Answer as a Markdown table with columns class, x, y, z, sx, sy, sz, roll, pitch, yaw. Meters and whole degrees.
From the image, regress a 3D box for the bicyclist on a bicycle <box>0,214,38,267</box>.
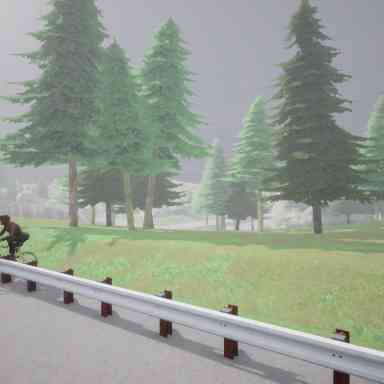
| class | x | y | z | sx | sy | sz | roll | pitch | yaw |
| --- | --- | --- | --- | --- | --- | --- | --- | --- | --- |
| bicyclist on a bicycle | -4.631 | 1.398 | 8.384 | 0.582 | 1.620 | 1.656 | 0 | -6 | 37 |
